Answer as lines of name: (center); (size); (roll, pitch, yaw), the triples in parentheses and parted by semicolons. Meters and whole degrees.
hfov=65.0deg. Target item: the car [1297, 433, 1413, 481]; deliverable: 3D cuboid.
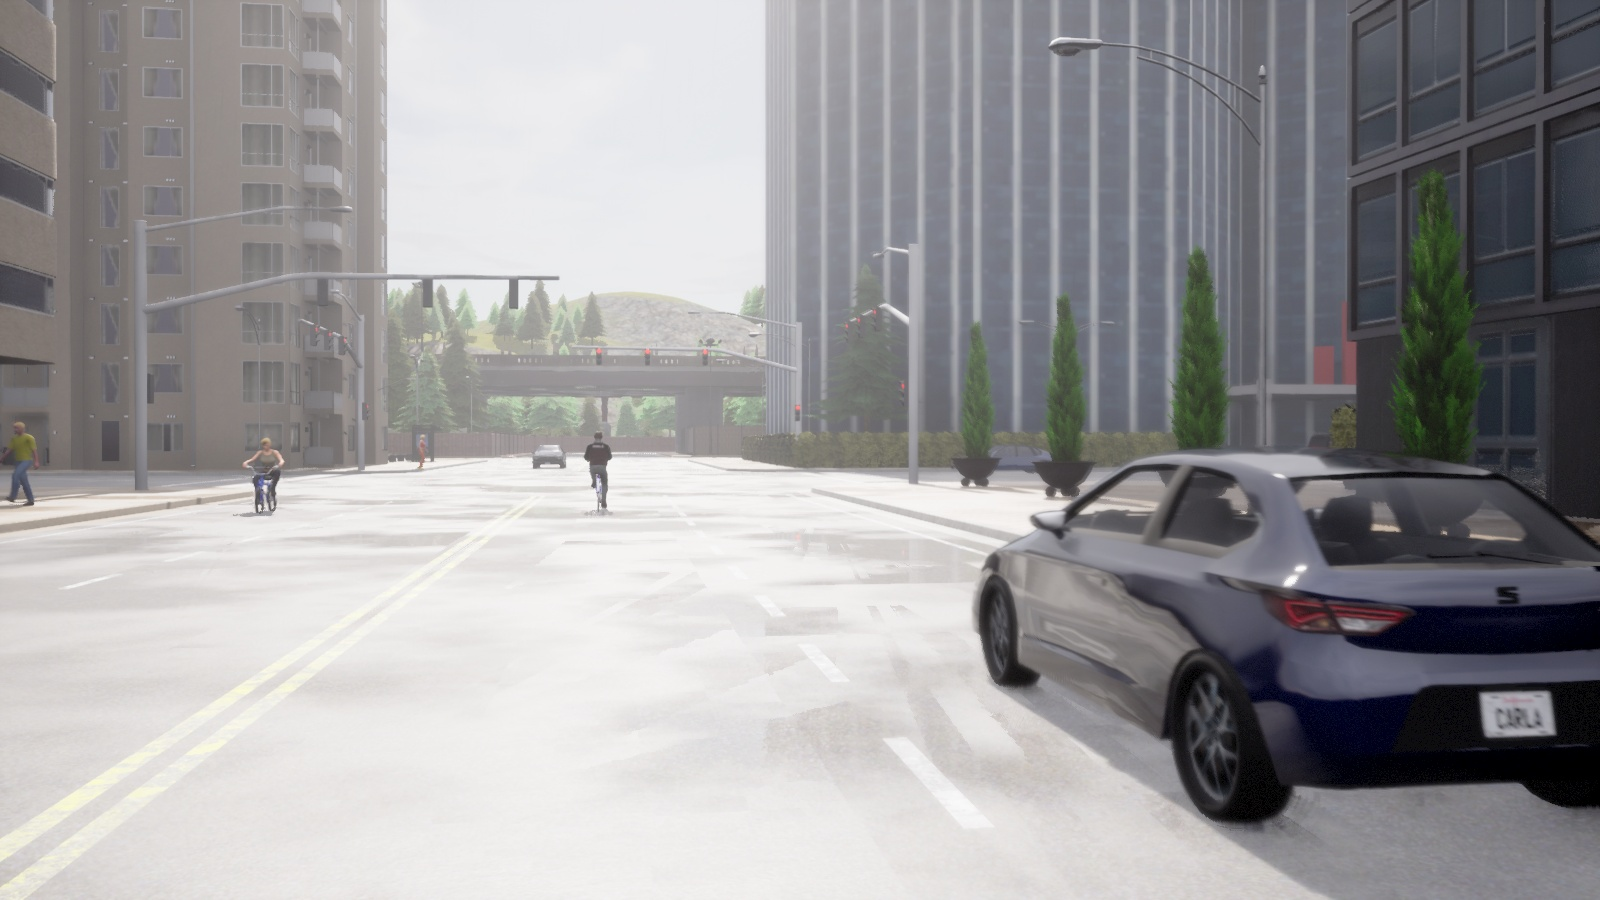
car: (22.466, 0.272, 50.879); (3.866, 1.878, 1.905); (0, 0, -9)

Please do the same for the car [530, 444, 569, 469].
car: (-15.015, 0.355, 75.408); (2.033, 1.411, 5.357); (0, 0, -8)

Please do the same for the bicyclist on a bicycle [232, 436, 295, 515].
bicyclist on a bicycle: (-11.357, 0.523, 26.632); (0.866, 1.612, 1.509); (0, 0, -8)

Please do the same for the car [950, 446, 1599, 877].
car: (2.215, 0.725, 6.541); (1.816, 1.474, 4.193); (0, 0, -8)

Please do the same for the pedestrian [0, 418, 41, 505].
pedestrian: (-16.650, 0.240, 26.815); (0.354, 1.836, 0.706); (0, 0, 16)

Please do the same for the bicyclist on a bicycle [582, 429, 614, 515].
bicyclist on a bicycle: (-4.454, 0.453, 27.780); (0.659, 1.776, 1.843); (0, 3, -8)

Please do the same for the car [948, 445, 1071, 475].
car: (9.906, 0.464, 59.530); (5.357, 1.411, 2.033); (0, 0, -9)

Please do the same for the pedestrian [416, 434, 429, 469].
pedestrian: (-19.694, 0.074, 65.517); (0.594, 1.836, 0.345); (0, 0, 1)
